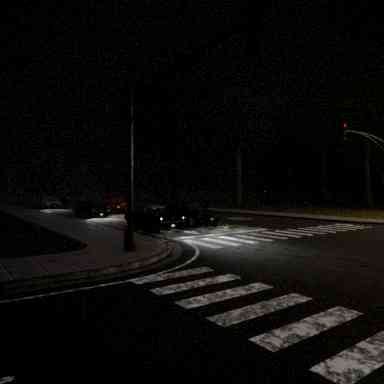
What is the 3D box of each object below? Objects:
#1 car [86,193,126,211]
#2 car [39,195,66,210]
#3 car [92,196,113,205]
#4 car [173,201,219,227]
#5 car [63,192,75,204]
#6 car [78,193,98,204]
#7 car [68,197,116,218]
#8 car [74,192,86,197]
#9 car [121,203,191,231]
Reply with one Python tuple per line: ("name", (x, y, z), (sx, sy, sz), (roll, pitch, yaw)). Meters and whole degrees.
("car", (-8.799, 1.103, 34.747), (2.150, 2.045, 5.566), (0, 0, -36))
("car", (-17.625, 1.385, 41.417), (1.812, 1.442, 4.674), (0, 0, -36))
("car", (-14.496, 1.350, 53.876), (1.812, 1.442, 4.674), (0, 0, -35))
("car", (-0.168, 1.410, 22.843), (1.882, 1.535, 5.008), (0, 0, -35))
("car", (-21.367, 1.039, 57.771), (2.150, 2.045, 5.566), (0, 0, -36))
("car", (-18.701, 1.164, 59.632), (2.097, 1.767, 4.553), (0, 0, -36))
("car", (-8.964, 1.449, 29.437), (2.033, 1.411, 5.357), (0, 0, -36))
("car", (-15.555, 1.187, 49.849), (2.097, 1.767, 4.553), (0, 0, -35))
("car", (-2.320, 1.542, 20.269), (1.895, 1.301, 4.718), (0, 0, -36))
